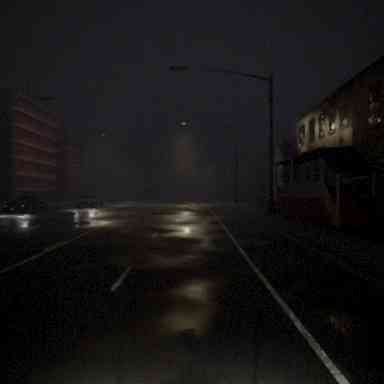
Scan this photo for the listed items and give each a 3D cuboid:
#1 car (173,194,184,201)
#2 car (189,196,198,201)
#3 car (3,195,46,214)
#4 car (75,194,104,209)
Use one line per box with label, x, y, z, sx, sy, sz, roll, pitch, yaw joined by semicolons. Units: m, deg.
car;-3.446;1.786;92.253;1.812;1.442;4.674;0;-1;0
car;0.053;1.726;92.001;1.882;1.535;5.008;0;-1;0
car;-14.076;1.024;28.339;1.812;1.442;4.674;0;1;0
car;-10.551;0.936;34.379;1.812;1.442;4.674;0;0;0
